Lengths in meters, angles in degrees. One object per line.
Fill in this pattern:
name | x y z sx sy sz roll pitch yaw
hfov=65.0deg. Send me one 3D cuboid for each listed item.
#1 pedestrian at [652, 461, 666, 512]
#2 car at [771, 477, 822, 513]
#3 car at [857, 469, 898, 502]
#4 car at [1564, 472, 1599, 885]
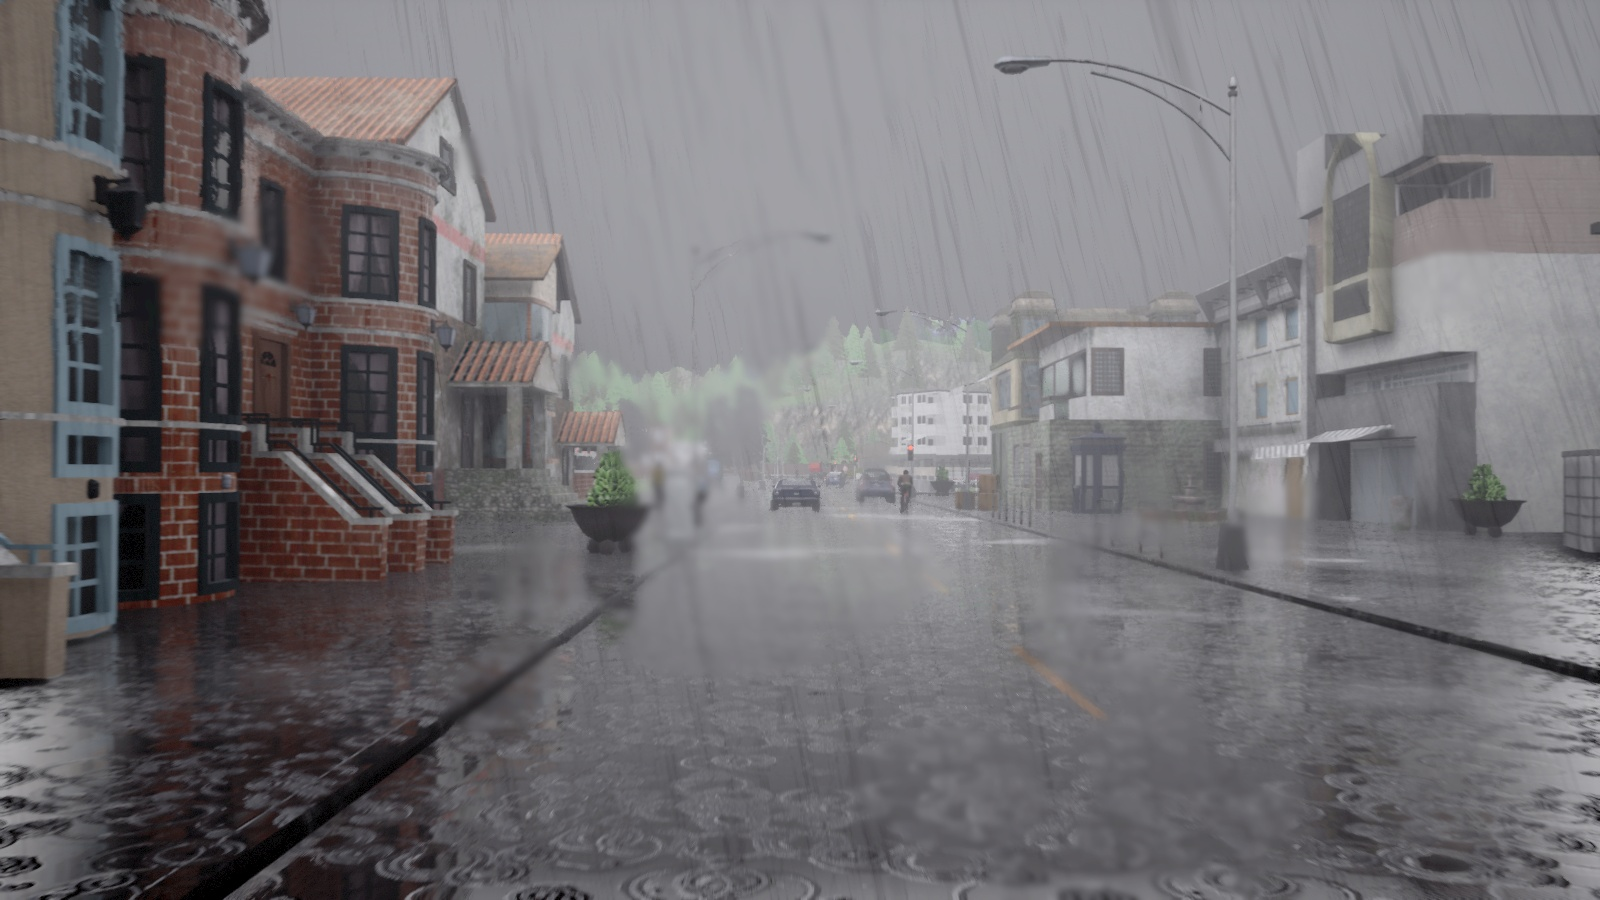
pedestrian | -5.114 1.305 45.534 0.431 1.840 0.709 0 -1 -15
car | -0.122 1.736 49.032 1.895 1.301 4.718 0 -1 0
car | 3.834 1.747 62.683 1.851 1.617 3.988 0 -1 0
car | 3.994 0.794 2.338 2.128 1.511 4.902 0 -1 0
